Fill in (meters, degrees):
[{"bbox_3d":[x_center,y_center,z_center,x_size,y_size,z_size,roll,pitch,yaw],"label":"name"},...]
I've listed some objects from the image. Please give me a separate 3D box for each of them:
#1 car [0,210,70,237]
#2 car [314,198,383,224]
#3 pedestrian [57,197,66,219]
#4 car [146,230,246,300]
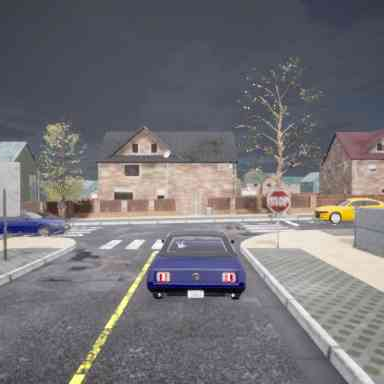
[{"bbox_3d":[-9.180,1.721,18.422,4.674,1.442,1.812,-1,1,6],"label":"car"},{"bbox_3d":[10.566,1.160,21.677,5.008,1.535,1.882,-1,1,0],"label":"car"},{"bbox_3d":[-9.641,1.257,24.560,0.375,1.860,0.375,0,2,0],"label":"pedestrian"},{"bbox_3d":[0.144,1.600,8.372,1.895,1.301,4.718,0,0,2],"label":"car"}]
